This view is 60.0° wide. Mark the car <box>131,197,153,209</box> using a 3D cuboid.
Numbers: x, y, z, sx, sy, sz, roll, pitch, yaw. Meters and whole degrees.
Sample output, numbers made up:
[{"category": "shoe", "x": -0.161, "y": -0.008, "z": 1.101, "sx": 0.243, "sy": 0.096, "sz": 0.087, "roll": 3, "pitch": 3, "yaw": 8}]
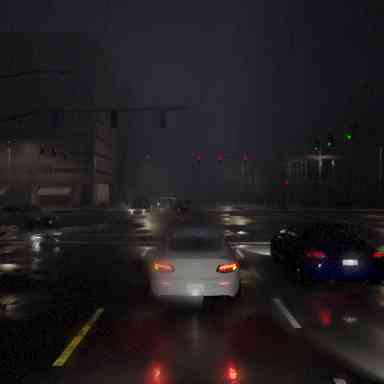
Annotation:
[{"category": "car", "x": -7.082, "y": 1.477, "z": 46.101, "sx": 1.882, "sy": 1.535, "sz": 5.008, "roll": 0, "pitch": 0, "yaw": 1}]

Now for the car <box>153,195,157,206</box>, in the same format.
[{"category": "car", "x": -7.038, "y": 1.547, "z": 55.865, "sx": 2.033, "sy": 1.411, "sz": 5.357, "roll": 0, "pitch": 0, "yaw": 0}]

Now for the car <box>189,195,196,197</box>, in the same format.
[{"category": "car", "x": 0.068, "y": 1.517, "z": 77.875, "sx": 2.128, "sy": 1.511, "sz": 4.902, "roll": 0, "pitch": 0, "yaw": 0}]

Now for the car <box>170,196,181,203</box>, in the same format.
[{"category": "car", "x": -3.439, "y": 1.552, "z": 70.423, "sx": 1.994, "sy": 1.385, "sz": 4.181, "roll": 0, "pitch": 0, "yaw": 0}]

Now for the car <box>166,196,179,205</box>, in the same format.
[{"category": "car", "x": -3.518, "y": 1.477, "z": 60.586, "sx": 1.882, "sy": 1.535, "sz": 5.008, "roll": 0, "pitch": 0, "yaw": 0}]

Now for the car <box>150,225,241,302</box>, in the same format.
[{"category": "car", "x": 0.077, "y": 1.526, "z": 8.165, "sx": 1.812, "sy": 1.442, "sz": 4.674, "roll": 0, "pitch": 0, "yaw": 0}]

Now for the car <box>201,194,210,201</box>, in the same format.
[{"category": "car", "x": 3.576, "y": 1.315, "z": 86.954, "sx": 2.097, "sy": 1.767, "sz": 4.553, "roll": 0, "pitch": 0, "yaw": 0}]

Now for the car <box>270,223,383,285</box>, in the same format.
[{"category": "car", "x": 3.587, "y": 1.564, "z": 9.531, "sx": 1.994, "sy": 1.385, "sz": 4.181, "roll": 0, "pitch": 0, "yaw": 0}]

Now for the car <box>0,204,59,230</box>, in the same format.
[{"category": "car", "x": -10.520, "y": 1.495, "z": 20.812, "sx": 4.674, "sy": 1.442, "sz": 1.812, "roll": 1, "pitch": 0, "yaw": 25}]

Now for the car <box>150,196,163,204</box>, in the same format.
[{"category": "car", "x": -6.977, "y": 1.563, "z": 65.821, "sx": 1.994, "sy": 1.385, "sz": 4.181, "roll": 0, "pitch": 0, "yaw": 1}]

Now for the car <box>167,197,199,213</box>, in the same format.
[{"category": "car", "x": -0.691, "y": 1.557, "z": 36.418, "sx": 1.895, "sy": 1.301, "sz": 4.718, "roll": 0, "pitch": 0, "yaw": 17}]

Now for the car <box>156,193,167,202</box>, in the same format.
[{"category": "car", "x": -6.934, "y": 1.225, "z": 76.512, "sx": 2.150, "sy": 2.045, "sz": 5.566, "roll": 0, "pitch": 0, "yaw": 0}]

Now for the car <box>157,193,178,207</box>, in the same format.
[{"category": "car", "x": -3.543, "y": 1.222, "z": 50.583, "sx": 2.150, "sy": 2.045, "sz": 5.566, "roll": 0, "pitch": 0, "yaw": 0}]

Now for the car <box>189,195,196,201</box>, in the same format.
[{"category": "car", "x": 0.076, "y": 1.493, "z": 87.203, "sx": 1.812, "sy": 1.442, "sz": 4.674, "roll": 0, "pitch": 0, "yaw": 0}]

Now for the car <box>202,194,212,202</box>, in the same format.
[{"category": "car", "x": 3.568, "y": 1.546, "z": 78.429, "sx": 1.994, "sy": 1.385, "sz": 4.181, "roll": 0, "pitch": 0, "yaw": 0}]
